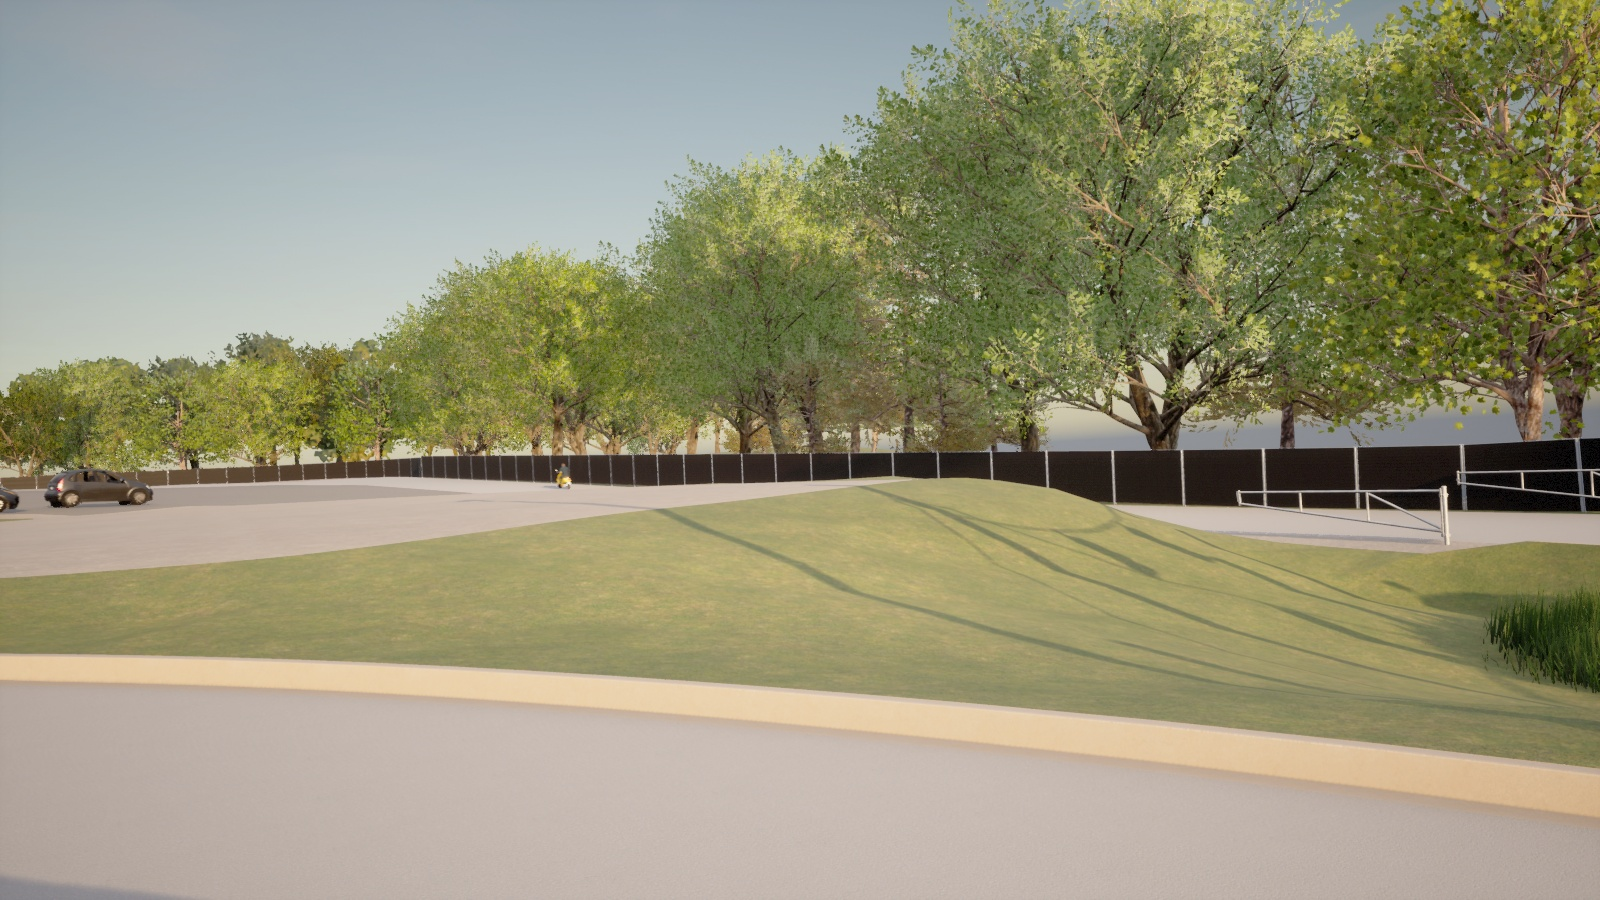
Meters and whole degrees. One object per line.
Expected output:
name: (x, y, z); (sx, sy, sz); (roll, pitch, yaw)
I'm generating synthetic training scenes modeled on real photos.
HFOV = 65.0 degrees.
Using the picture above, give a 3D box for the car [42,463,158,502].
car: (-30.235, 1.374, 54.326); (1.851, 1.617, 3.988); (-1, -1, 42)

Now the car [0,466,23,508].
car: (-32.167, 1.408, 47.544); (4.514, 1.525, 2.007); (0, 1, -37)
